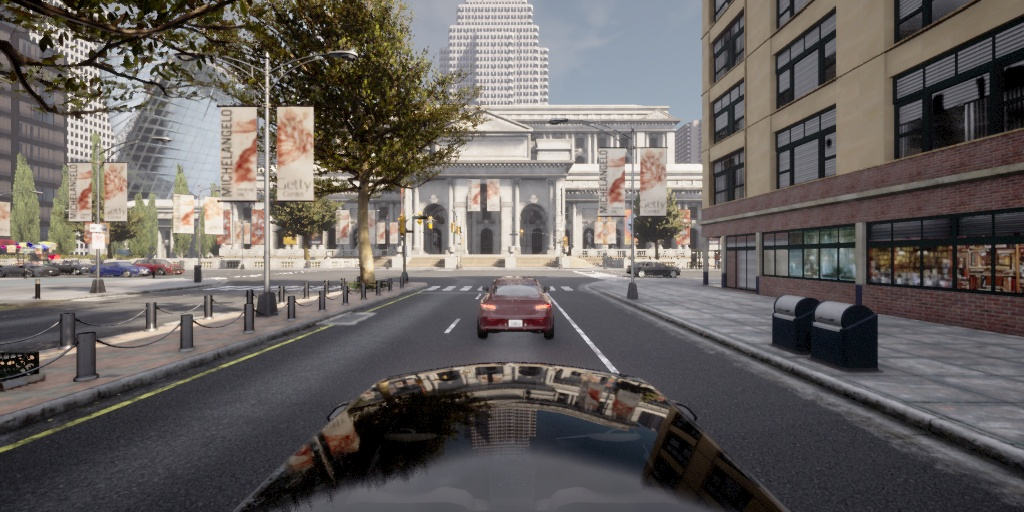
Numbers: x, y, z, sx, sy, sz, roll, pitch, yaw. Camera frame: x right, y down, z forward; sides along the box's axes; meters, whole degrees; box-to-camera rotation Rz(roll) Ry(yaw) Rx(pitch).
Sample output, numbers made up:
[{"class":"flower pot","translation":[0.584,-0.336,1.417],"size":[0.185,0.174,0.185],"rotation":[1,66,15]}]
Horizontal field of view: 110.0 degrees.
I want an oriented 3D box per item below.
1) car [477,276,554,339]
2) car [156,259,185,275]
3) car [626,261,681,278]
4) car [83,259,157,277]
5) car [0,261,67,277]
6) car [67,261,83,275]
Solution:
[{"class":"car","translation":[0.115,1.276,9.996],"size":[1.812,1.442,4.674],"rotation":[0,0,1]},{"class":"car","translation":[-37.295,1.102,37.701],"size":[4.553,1.767,2.097],"rotation":[0,0,0]},{"class":"car","translation":[13.266,1.255,33.645],"size":[4.892,1.490,1.837],"rotation":[0,0,1]},{"class":"car","translation":[-37.329,1.276,34.206],"size":[4.674,1.442,1.812],"rotation":[0,0,0]},{"class":"car","translation":[-46.089,1.314,34.235],"size":[4.181,1.385,1.994],"rotation":[0,0,-1]},{"class":"car","translation":[-46.249,1.241,37.743],"size":[4.902,1.511,2.128],"rotation":[0,0,0]}]
